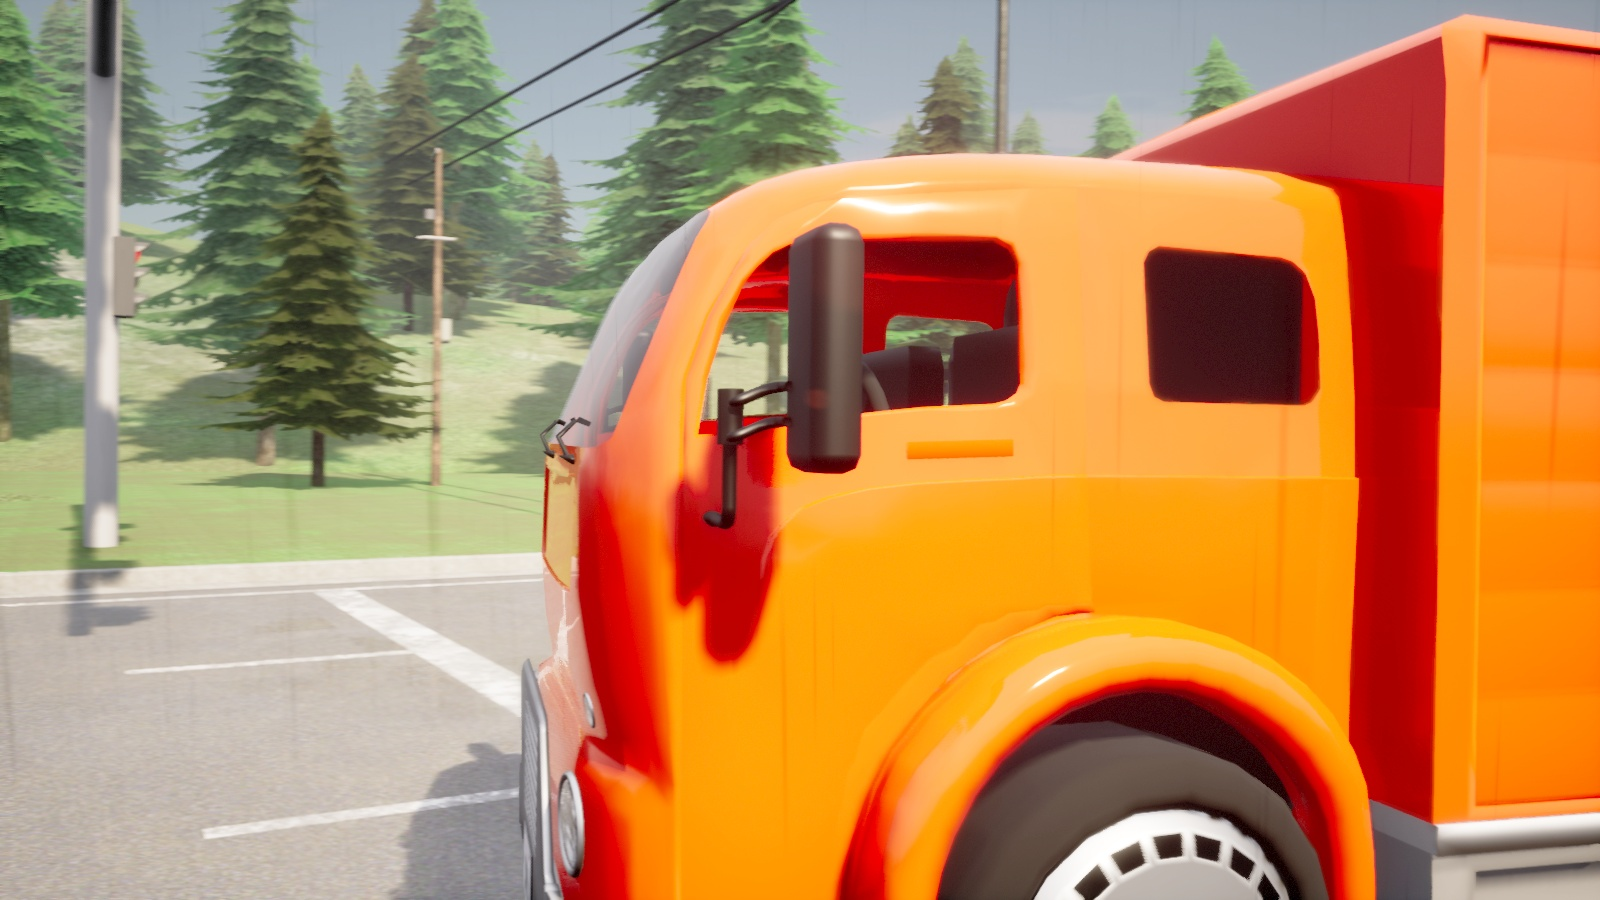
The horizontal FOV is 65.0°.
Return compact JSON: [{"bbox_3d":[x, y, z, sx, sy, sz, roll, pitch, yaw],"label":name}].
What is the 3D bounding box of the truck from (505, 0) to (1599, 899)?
[{"bbox_3d":[1.833,0.233,3.842,5.204,2.467,2.627,-1,1,-15],"label":"truck"}]
